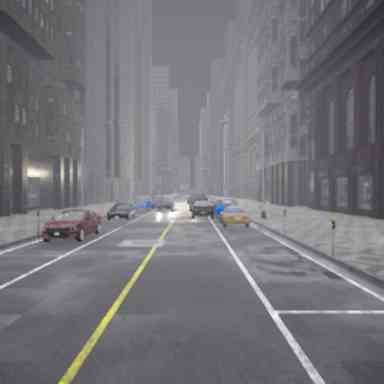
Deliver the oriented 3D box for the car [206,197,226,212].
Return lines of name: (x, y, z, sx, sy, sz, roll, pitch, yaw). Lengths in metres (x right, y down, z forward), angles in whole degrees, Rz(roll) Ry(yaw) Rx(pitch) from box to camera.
car: (2.766, 1.440, 38.979, 1.967, 1.590, 4.097, 0, 0, 0)

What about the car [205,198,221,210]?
car: (2.767, 1.526, 44.785, 1.752, 1.417, 4.829, 0, 0, 0)

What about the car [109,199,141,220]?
car: (-5.761, 1.564, 27.695, 1.947, 1.339, 4.313, 0, 0, 0)

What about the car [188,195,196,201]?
car: (0.012, 1.364, 78.866, 1.837, 1.490, 4.892, 0, 0, 0)

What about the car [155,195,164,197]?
car: (-5.757, 1.568, 50.242, 1.947, 1.339, 4.313, 0, 0, 0)

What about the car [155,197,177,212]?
car: (-3.088, 1.601, 39.547, 1.895, 1.301, 4.718, 0, 0, 0)

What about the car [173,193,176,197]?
car: (-5.753, 1.450, 84.062, 1.967, 1.590, 4.097, 0, 0, 0)

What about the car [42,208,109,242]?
car: (-5.762, 1.542, 16.421, 1.887, 1.381, 4.507, 0, 0, 0)

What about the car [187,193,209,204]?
car: (0.739, 1.216, 39.044, 2.150, 2.045, 5.566, 0, 0, 0)

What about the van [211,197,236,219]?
van: (2.764, 1.339, 27.706, 1.690, 1.788, 3.998, 0, 0, 0)

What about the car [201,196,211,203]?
car: (2.770, 1.571, 67.160, 1.947, 1.339, 4.313, 0, 0, 0)

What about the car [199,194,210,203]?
car: (2.770, 1.322, 72.797, 2.192, 1.841, 5.009, 0, 0, 0)

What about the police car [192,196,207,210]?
police car: (0.907, 1.426, 45.132, 1.930, 1.638, 5.238, 0, 0, 0)

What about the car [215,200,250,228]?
car: (2.763, 1.523, 22.240, 1.752, 1.417, 4.829, 0, 0, 0)

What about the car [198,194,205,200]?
car: (2.774, 1.452, 95.341, 1.967, 1.590, 4.097, 0, 0, 0)

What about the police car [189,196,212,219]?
police car: (0.904, 1.424, 29.131, 1.930, 1.638, 5.238, 0, 0, 0)

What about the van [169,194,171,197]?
van: (-5.756, 1.347, 67.152, 1.690, 1.788, 3.998, 0, 0, 0)

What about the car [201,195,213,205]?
car: (2.769, 1.445, 61.523, 1.967, 1.590, 4.097, 0, 0, 0)

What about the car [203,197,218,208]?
car: (2.768, 1.553, 50.251, 2.008, 1.369, 4.403, 0, 0, 0)

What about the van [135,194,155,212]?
van: (-5.760, 1.341, 38.968, 1.690, 1.788, 3.998, 0, 0, 0)

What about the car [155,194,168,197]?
car: (-5.757, 1.318, 55.878, 2.192, 1.841, 5.009, 0, 0, 0)

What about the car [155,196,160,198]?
car: (-5.758, 1.567, 44.605, 1.947, 1.339, 4.313, 0, 0, 0)

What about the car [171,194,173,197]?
car: (-5.755, 1.447, 72.789, 1.967, 1.590, 4.097, 0, 0, 0)

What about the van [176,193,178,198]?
van: (-5.752, 1.354, 95.335, 1.690, 1.788, 3.998, 0, 0, 0)
